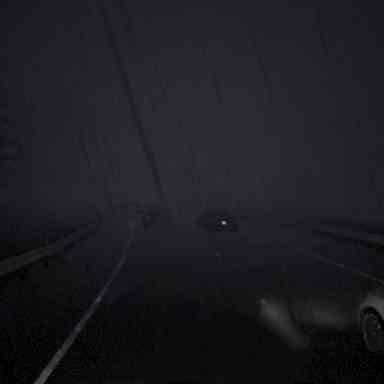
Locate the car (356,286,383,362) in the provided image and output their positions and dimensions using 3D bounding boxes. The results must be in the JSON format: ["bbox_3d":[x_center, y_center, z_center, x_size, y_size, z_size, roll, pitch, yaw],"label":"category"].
[{"bbox_3d":[3.416,1.545,3.038,1.812,1.442,4.674,0,-1,-2],"label":"car"}]

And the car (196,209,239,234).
[{"bbox_3d":[1.484,1.754,20.901,1.994,1.385,4.181,0,-1,-10],"label":"car"}]

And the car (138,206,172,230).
[{"bbox_3d":[-2.508,1.747,23.062,1.812,1.442,4.674,0,0,-11],"label":"car"}]

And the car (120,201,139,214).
[{"bbox_3d":[-7.601,1.905,40.808,1.837,1.490,4.892,0,-1,-20],"label":"car"}]
